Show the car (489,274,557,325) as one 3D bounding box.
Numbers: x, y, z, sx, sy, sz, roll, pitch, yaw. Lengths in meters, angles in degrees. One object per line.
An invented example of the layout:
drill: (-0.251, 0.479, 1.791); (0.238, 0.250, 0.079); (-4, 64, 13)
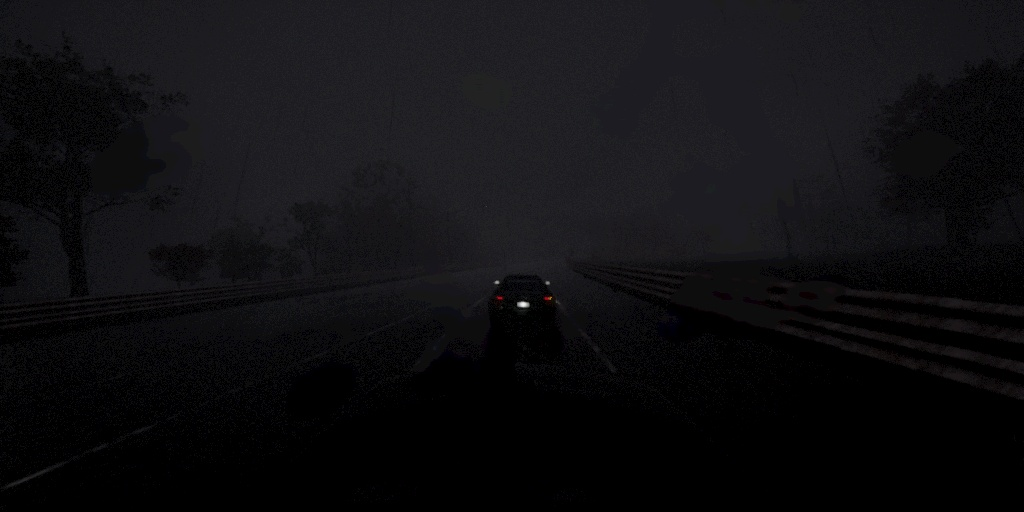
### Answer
car: (0.345, 1.298, 11.838); (1.994, 1.385, 4.181); (1, 0, 1)
